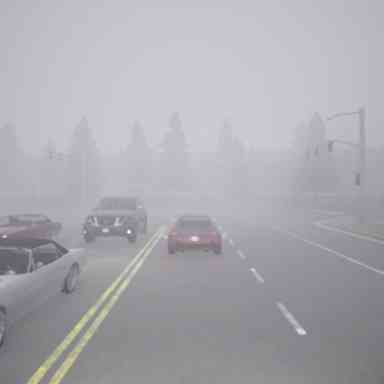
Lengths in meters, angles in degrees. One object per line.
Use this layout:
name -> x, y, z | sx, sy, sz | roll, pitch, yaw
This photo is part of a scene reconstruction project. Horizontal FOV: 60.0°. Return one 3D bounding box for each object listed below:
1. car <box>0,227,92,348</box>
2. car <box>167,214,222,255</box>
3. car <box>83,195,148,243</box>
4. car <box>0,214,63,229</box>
car -> -3.562, 1.592, 6.063 | 1.895, 1.301, 4.718 | 0, 0, 0
car -> 0.093, 1.544, 13.234 | 1.994, 1.385, 4.181 | 0, 0, 0
car -> -3.499, 1.198, 16.254 | 2.150, 2.045, 5.566 | 0, 0, 0
car -> -7.025, 1.580, 13.427 | 1.895, 1.301, 4.718 | 0, 0, 0
